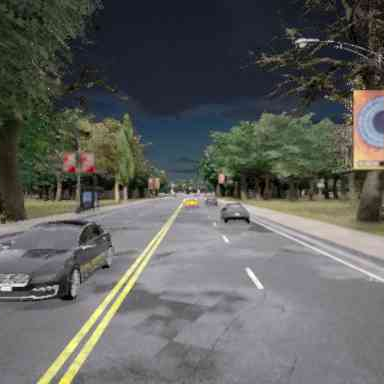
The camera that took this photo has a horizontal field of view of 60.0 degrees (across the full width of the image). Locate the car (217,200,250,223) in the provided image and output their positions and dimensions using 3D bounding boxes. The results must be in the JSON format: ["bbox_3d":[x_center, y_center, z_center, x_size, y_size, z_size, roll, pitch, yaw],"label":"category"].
[{"bbox_3d":[3.259,1.571,25.897,1.994,1.385,4.181,0,0,0],"label":"car"}]

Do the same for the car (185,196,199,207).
[{"bbox_3d":[-0.023,1.480,49.717,1.882,1.535,5.008,0,0,0],"label":"car"}]

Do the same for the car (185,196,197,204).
[{"bbox_3d":[-0.204,1.487,62.820,2.128,1.511,4.902,0,0,0],"label":"car"}]

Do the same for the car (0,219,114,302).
[{"bbox_3d":[-3.319,1.510,8.410,1.837,1.490,4.892,0,-1,0],"label":"car"}]

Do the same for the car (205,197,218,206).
[{"bbox_3d":[3.108,1.492,53.017,2.128,1.511,4.902,0,0,0],"label":"car"}]
